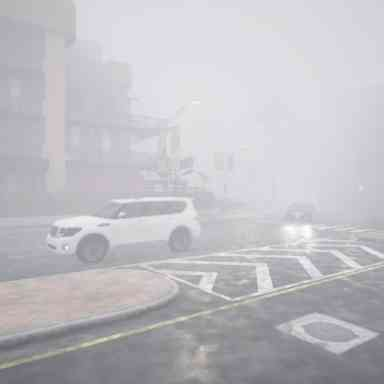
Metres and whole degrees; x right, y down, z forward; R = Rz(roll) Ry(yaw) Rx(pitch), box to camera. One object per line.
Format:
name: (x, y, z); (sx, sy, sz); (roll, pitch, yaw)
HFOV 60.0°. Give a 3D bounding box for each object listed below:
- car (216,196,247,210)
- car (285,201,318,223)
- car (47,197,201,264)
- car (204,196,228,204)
car: (5.130, 1.478, 44.226); (1.882, 1.535, 5.008); (0, 0, -35)
car: (8.575, 1.491, 25.815); (2.128, 1.511, 4.902); (0, 0, 27)
car: (-2.256, 1.218, 12.214); (5.566, 2.045, 2.150); (-1, 0, -36)
car: (4.578, 1.505, 63.700); (1.837, 1.490, 4.892); (0, 0, -35)
